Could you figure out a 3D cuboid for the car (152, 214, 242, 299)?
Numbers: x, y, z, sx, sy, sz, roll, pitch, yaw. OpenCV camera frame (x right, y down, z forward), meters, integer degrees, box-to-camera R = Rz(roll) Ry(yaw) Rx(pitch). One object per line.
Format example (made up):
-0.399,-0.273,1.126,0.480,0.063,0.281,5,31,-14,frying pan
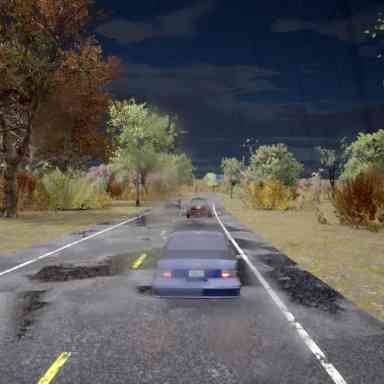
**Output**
0.139,1.542,8.622,2.033,1.411,5.357,0,0,1,car

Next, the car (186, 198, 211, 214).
0.641,1.326,29.930,2.097,1.767,4.553,0,0,2,car

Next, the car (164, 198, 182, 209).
-2.453,1.516,43.578,1.994,1.385,4.181,0,0,3,car
